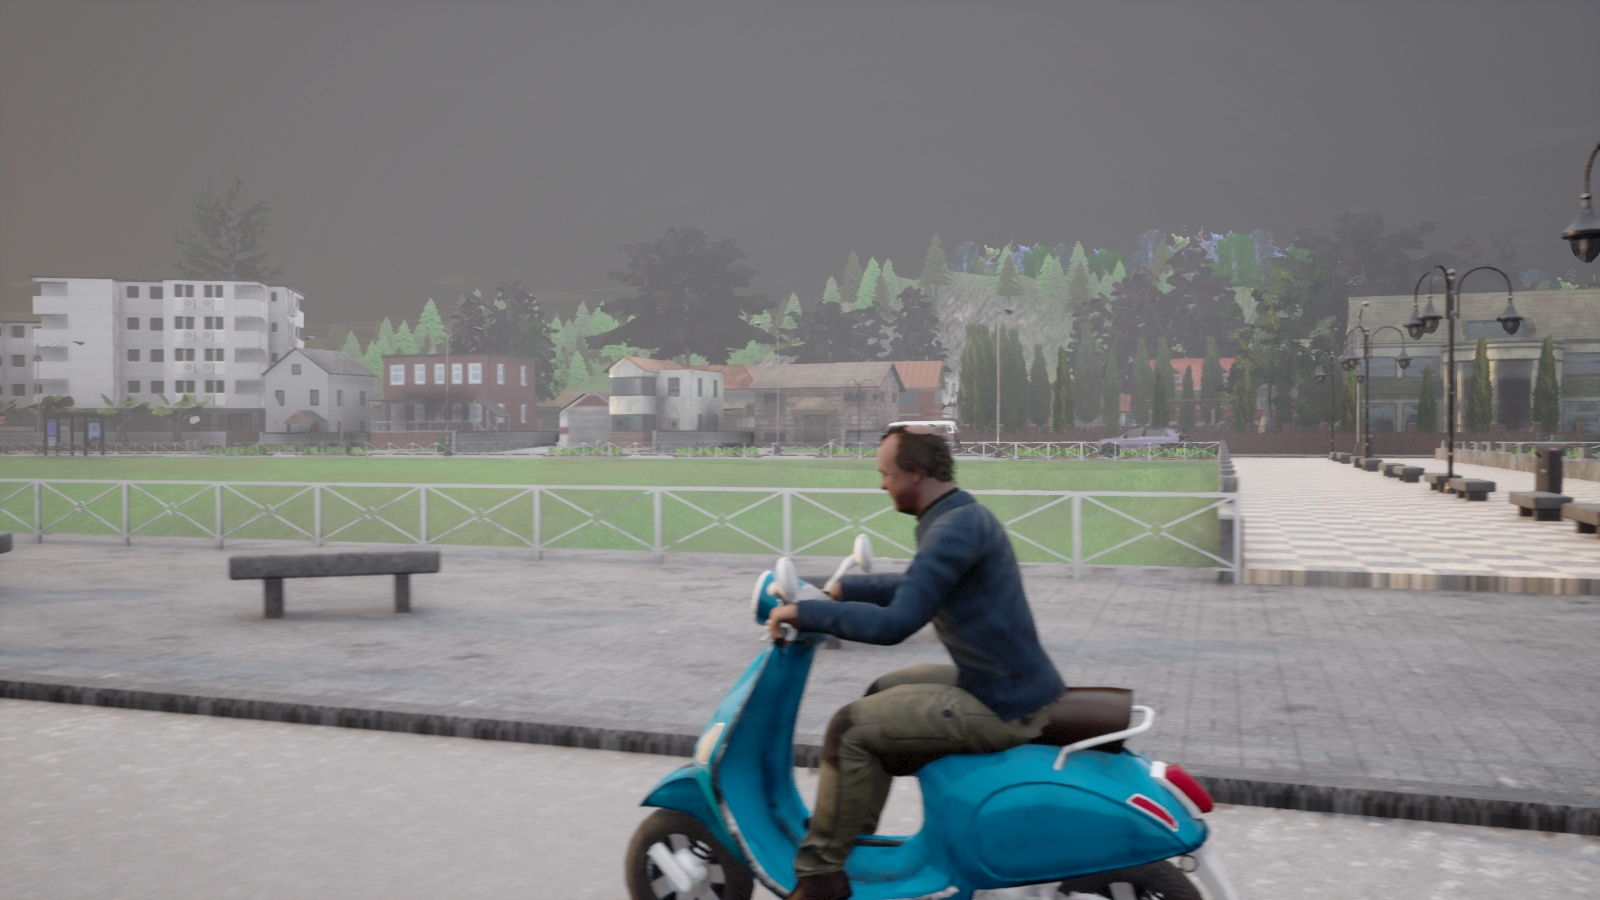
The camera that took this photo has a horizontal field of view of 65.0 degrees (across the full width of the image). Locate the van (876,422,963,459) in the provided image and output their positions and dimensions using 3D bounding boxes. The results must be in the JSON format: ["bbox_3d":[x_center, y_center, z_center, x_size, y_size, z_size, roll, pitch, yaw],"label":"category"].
[{"bbox_3d":[6.732,-0.558,70.748,4.480,2.038,2.069,1,1,19],"label":"van"}]

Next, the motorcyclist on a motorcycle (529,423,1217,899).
[{"bbox_3d":[0.241,0.723,3.637,1.817,1.590,0.866,1,1,19],"label":"motorcyclist on a motorcycle"}]

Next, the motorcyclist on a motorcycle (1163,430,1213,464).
[{"bbox_3d":[19.250,-0.149,62.316,2.350,1.649,0.766,1,1,19],"label":"motorcyclist on a motorcycle"}]

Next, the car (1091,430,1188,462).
[{"bbox_3d":[18.093,-0.247,66.926,4.856,1.649,2.033,1,1,19],"label":"car"}]
